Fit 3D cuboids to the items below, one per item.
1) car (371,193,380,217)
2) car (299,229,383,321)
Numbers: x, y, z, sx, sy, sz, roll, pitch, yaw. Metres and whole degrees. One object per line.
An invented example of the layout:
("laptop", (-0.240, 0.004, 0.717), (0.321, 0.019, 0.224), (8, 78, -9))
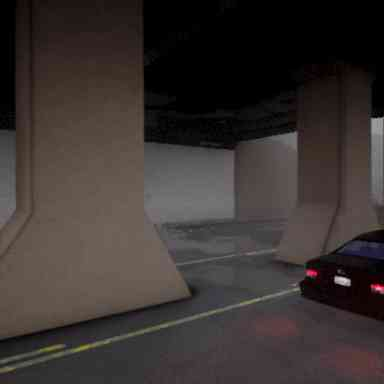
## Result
("car", (12.254, 1.112, 25.624), (5.566, 2.045, 2.150), (0, 0, -35))
("car", (4.530, 1.514, 6.983), (5.357, 1.411, 2.033), (0, 0, -36))
